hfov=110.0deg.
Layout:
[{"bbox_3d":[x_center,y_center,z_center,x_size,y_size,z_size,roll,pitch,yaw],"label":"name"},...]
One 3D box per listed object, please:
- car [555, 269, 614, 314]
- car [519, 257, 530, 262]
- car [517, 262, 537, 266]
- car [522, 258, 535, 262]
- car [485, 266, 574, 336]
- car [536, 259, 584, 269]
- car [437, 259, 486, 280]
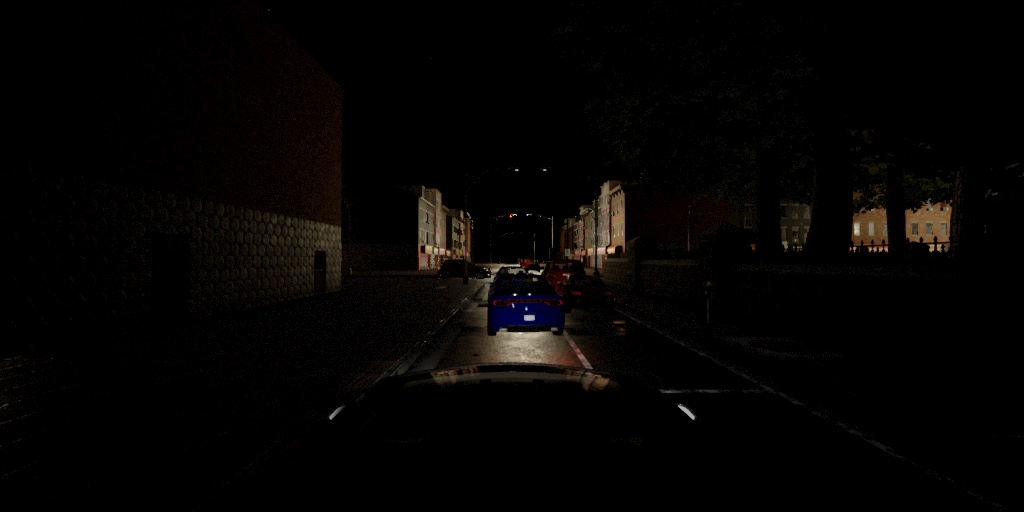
[{"bbox_3d":[2.635,1.336,13.555,1.802,1.307,4.207,0,0,0],"label":"car"},{"bbox_3d":[2.624,1.394,61.744,1.888,1.381,4.507,0,0,0],"label":"car"},{"bbox_3d":[0.066,1.236,18.048,1.882,1.535,5.008,0,0,1],"label":"car"},{"bbox_3d":[2.628,1.349,45.433,1.888,1.381,4.507,0,0,0],"label":"car"},{"bbox_3d":[0.227,1.230,10.479,1.882,1.535,5.008,0,0,-4],"label":"car"},{"bbox_3d":[2.634,1.074,19.004,2.192,1.841,5.009,0,0,0],"label":"car"},{"bbox_3d":[-4.008,1.114,30.603,4.553,1.767,2.097,1,-1,0],"label":"car"}]
